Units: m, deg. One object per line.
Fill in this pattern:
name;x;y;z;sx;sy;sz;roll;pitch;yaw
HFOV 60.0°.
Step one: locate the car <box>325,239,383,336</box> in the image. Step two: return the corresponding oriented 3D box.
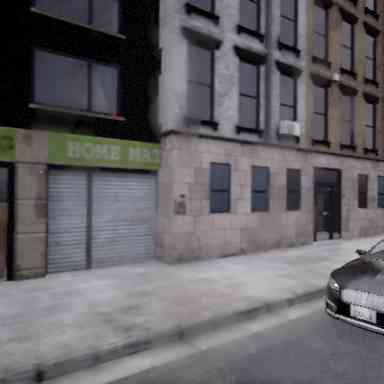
car;4.491;1.519;6.280;4.902;1.511;2.128;0;0;-36
